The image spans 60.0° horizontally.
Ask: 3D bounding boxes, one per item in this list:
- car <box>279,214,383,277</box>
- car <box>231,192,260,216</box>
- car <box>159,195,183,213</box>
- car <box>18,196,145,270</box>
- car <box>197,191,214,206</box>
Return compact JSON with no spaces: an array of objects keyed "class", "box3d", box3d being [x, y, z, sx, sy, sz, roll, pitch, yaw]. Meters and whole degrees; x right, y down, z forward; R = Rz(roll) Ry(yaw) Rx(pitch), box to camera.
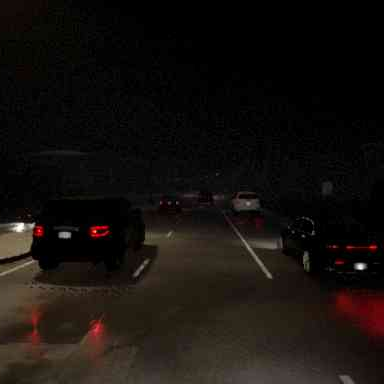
[{"class":"car","box3d":[3.966,1.443,10.078,1.837,1.490,4.892,0,0,2]},{"class":"car","box3d":[4.803,1.012,30.307,2.150,2.045,5.566,0,0,2]},{"class":"car","box3d":[-2.058,1.095,33.638,2.097,1.767,4.553,0,0,2]},{"class":"car","box3d":[-3.020,1.130,10.854,2.150,2.045,5.566,0,0,2]},{"class":"car","box3d":[1.974,0.871,48.229,2.150,2.045,5.566,0,0,2]}]
